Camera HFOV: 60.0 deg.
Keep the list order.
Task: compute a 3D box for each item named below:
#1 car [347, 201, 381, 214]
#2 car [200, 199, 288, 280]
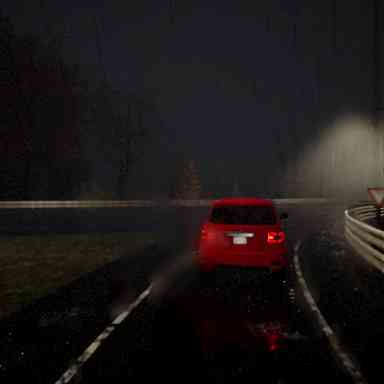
[{"bbox_3d":[17.548,1.582,33.833,4.181,1.385,1.994,0,0,-41],"label":"car"},{"bbox_3d":[1.726,1.212,10.206,2.150,2.045,5.566,0,0,14],"label":"car"}]
